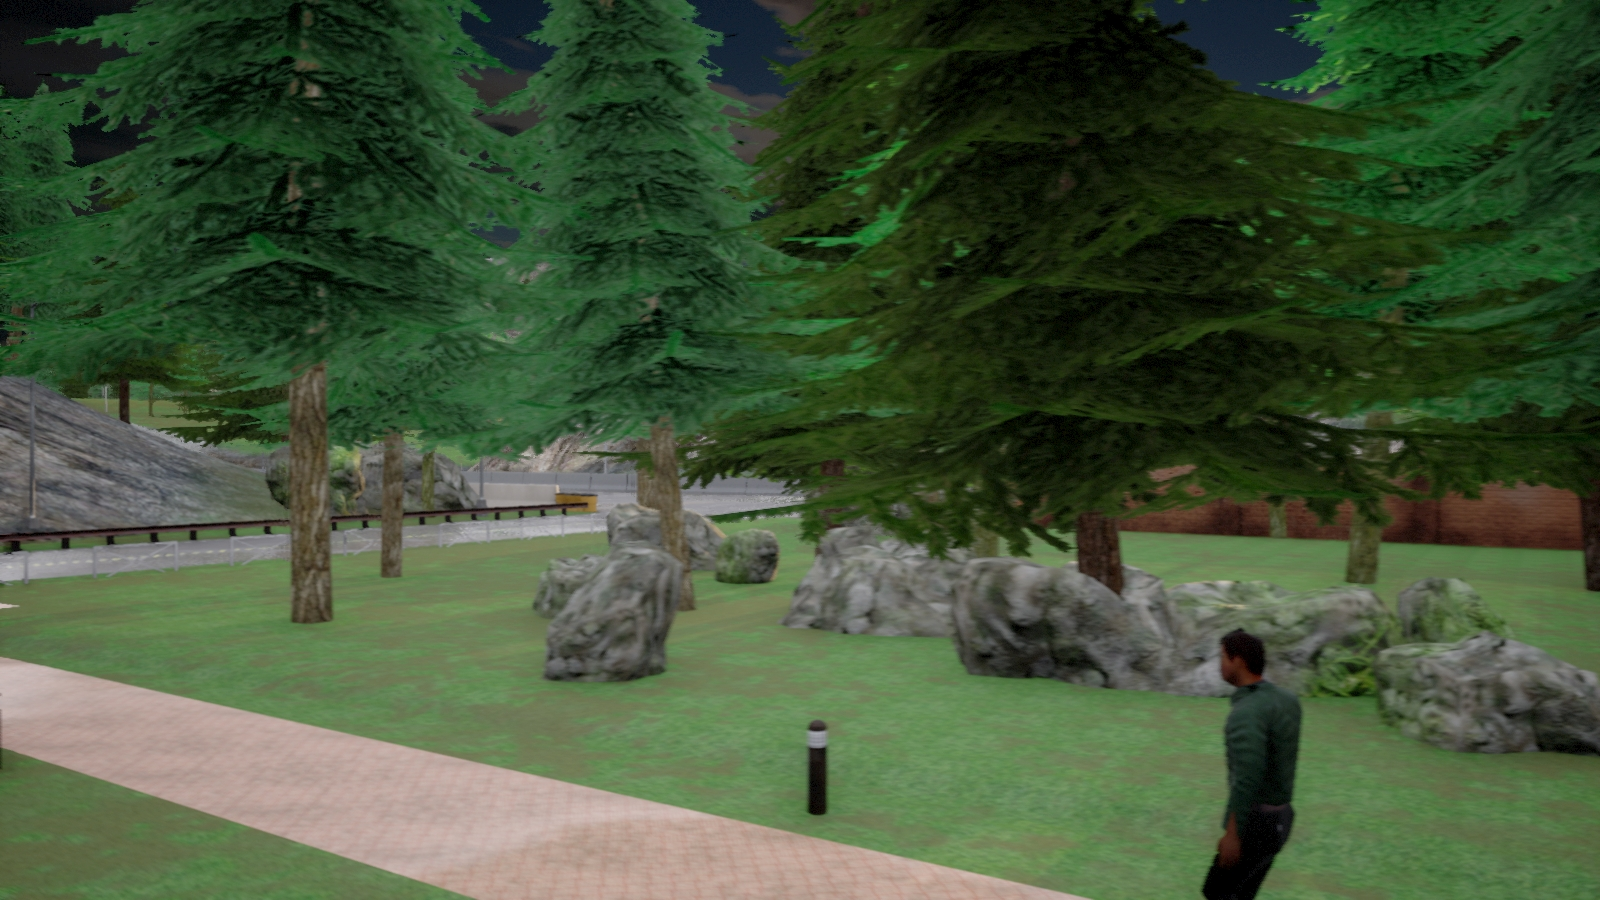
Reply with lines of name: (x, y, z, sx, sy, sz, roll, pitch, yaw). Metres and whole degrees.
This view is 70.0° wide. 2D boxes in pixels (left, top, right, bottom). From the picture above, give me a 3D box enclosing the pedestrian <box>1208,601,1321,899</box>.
pedestrian: (2.158, 1.666, 5.306, 0.375, 1.860, 0.375, 0, 0, 44)
